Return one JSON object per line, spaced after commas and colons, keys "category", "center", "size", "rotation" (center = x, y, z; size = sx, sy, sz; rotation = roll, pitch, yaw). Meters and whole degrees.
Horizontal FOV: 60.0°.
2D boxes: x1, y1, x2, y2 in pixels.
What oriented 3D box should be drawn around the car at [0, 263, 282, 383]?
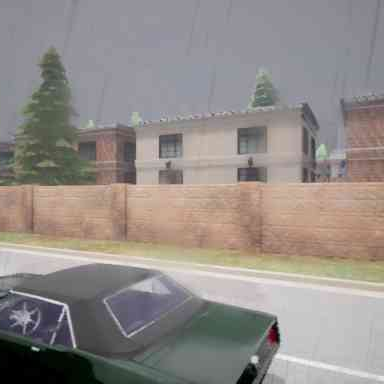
{"category": "car", "center": [-1.475, 1.600, 4.045], "size": [4.718, 1.301, 1.895], "rotation": [0, 0, 27]}
